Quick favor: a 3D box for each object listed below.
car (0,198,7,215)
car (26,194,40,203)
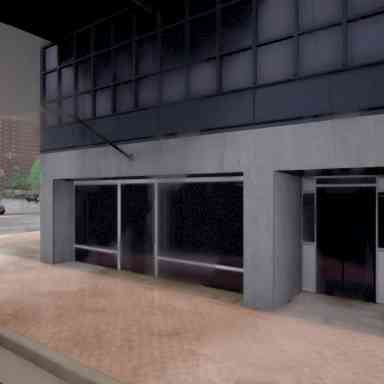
[{"bbox_3d":[-17.894,1.491,27.199,2.128,1.511,4.902,0,0,36],"label":"car"},{"bbox_3d":[-30.237,1.153,64.728,4.605,1.855,1.932,0,0,35],"label":"car"}]
